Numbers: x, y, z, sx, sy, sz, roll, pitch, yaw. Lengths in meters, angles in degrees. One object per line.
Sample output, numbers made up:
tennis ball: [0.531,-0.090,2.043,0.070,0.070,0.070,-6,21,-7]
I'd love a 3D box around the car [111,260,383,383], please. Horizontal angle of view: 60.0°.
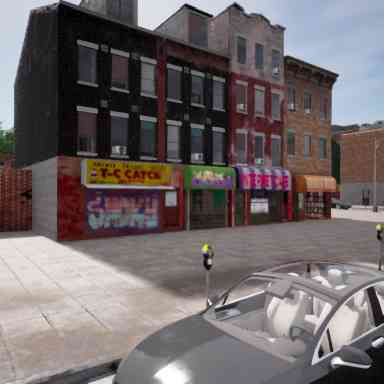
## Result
car: [1.290,1.552,3.719,4.403,1.369,2.008,0,0,-35]

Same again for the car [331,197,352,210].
car: [16.655,1.383,39.979,1.837,1.490,4.892,0,0,-36]
